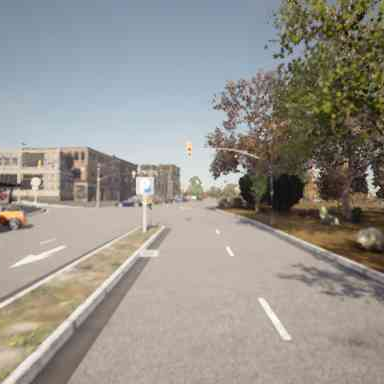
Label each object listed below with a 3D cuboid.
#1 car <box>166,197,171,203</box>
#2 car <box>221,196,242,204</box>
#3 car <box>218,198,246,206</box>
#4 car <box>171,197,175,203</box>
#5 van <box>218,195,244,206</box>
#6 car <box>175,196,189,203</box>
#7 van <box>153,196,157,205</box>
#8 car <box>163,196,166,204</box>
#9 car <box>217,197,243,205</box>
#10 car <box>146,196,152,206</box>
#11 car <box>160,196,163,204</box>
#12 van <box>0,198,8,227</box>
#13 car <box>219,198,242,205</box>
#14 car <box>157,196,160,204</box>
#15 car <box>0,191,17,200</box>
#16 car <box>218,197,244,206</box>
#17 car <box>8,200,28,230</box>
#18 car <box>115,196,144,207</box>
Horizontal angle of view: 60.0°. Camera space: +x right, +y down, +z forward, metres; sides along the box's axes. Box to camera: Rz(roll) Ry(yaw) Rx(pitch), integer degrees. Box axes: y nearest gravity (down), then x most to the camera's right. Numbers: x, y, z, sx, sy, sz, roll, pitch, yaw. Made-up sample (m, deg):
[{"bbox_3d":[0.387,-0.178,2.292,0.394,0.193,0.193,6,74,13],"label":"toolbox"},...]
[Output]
[{"bbox_3d":[-8.467,2.237,84.140,4.674,1.452,2.002,-1,0,-12],"label":"car"},{"bbox_3d":[9.444,1.971,80.475,4.553,1.767,2.185,1,-1,-12],"label":"car"},{"bbox_3d":[8.191,1.983,68.768,5.366,1.575,1.946,1,-1,-13],"label":"car"},{"bbox_3d":[-8.017,1.976,87.149,5.566,2.045,2.435,-1,-1,-12],"label":"car"},{"bbox_3d":[7.272,1.700,62.807,4.442,1.987,1.878,1,0,-14],"label":"van"},{"bbox_3d":[-2.915,1.969,89.154,2.150,2.045,5.566,0,-1,8],"label":"car"},{"bbox_3d":[-10.253,1.817,69.193,4.442,1.987,1.878,-1,-1,-14],"label":"van"},{"bbox_3d":[-9.281,2.177,78.158,4.674,1.452,2.002,-1,-1,-13],"label":"car"},{"bbox_3d":[8.173,2.007,71.619,5.366,1.575,1.946,1,0,-13],"label":"car"},{"bbox_3d":[-10.810,1.976,63.199,5.366,1.575,1.946,-1,-1,-15],"label":"car"},{"bbox_3d":[-9.653,2.145,75.156,4.674,1.452,2.002,-1,0,-13],"label":"car"},{"bbox_3d":[-13.606,1.500,19.425,4.442,1.987,1.878,-1,-1,-19],"label":"van"},{"bbox_3d":[8.705,2.081,74.606,4.674,1.452,2.002,1,-1,-13],"label":"car"},{"bbox_3d":[-10.025,2.076,72.162,4.892,1.521,2.231,-1,-1,-14],"label":"car"},{"bbox_3d":[-28.174,0.671,51.085,2.002,1.452,4.674,6,-3,-19],"label":"car"},{"bbox_3d":[7.655,1.829,65.776,4.553,1.767,2.185,1,-1,-14],"label":"car"},{"bbox_3d":[-13.632,1.638,22.401,4.553,1.767,2.185,-1,0,-19],"label":"car"},{"bbox_3d":[-11.455,1.988,60.206,4.792,1.488,2.163,-1,0,-15],"label":"car"}]
